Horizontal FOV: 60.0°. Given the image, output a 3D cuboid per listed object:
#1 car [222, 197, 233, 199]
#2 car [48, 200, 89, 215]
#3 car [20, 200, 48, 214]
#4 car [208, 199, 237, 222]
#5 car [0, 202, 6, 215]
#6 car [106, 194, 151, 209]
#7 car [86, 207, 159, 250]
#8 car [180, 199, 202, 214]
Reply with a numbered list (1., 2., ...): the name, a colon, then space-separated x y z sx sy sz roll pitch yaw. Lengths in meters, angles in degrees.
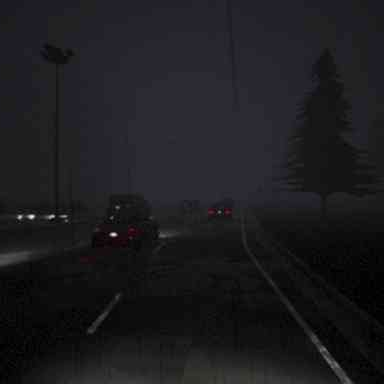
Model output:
1. car: 4.463 1.455 41.452 1.837 1.490 4.892 0 0 8
2. car: -11.975 1.508 33.170 1.994 1.385 4.181 0 0 8
3. car: -15.435 1.536 33.700 1.994 1.385 4.181 0 0 8
4. car: 2.306 1.513 26.267 2.033 1.411 5.357 0 0 8
5. car: -19.426 1.429 30.729 1.837 1.490 4.892 0 0 9
6. car: -4.819 1.176 25.847 2.150 2.045 5.566 0 0 8
7. car: -2.696 1.539 14.260 1.994 1.385 4.181 0 0 5
8. car: -0.041 1.428 34.654 1.882 1.535 5.008 0 0 8
